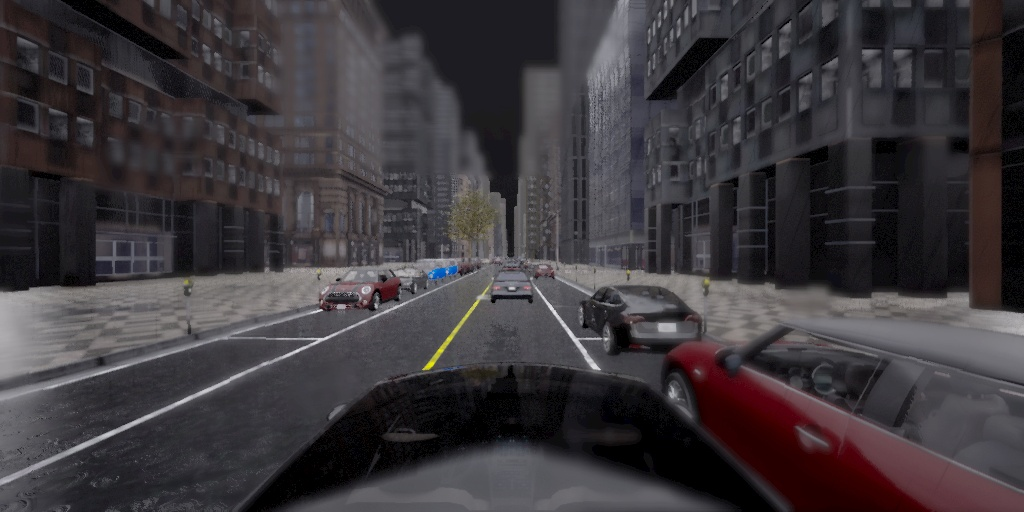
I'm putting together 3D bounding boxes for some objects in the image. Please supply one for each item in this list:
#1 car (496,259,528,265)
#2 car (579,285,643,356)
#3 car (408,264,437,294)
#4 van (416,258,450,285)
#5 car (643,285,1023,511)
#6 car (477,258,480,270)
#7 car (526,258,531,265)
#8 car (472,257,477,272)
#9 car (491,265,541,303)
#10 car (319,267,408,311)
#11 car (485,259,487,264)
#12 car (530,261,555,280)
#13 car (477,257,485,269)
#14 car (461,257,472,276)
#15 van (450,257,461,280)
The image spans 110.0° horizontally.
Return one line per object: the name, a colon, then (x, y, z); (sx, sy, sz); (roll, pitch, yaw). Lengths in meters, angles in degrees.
car: (0.000, 1.245, 31.501); (2.128, 1.511, 4.902); (0, 0, 0)
car: (2.763, 1.313, 8.417); (1.948, 1.339, 4.313); (0, 0, 0)
car: (-5.763, 1.298, 19.766); (2.007, 1.370, 4.403); (0, 0, 0)
van: (-5.762, 1.089, 25.444); (1.690, 1.789, 3.998); (0, 0, 0)
car: (2.762, 1.187, 2.739); (1.967, 1.591, 4.097); (0, 0, 0)
car: (-5.763, 1.317, 48.154); (1.948, 1.339, 4.313); (0, 0, 0)
car: (2.762, 1.301, 42.483); (2.007, 1.370, 4.403); (0, 0, 0)
car: (-5.763, 1.065, 42.476); (2.192, 1.841, 5.009); (0, 0, 0)
car: (0.000, 1.312, 16.501); (2.033, 1.411, 5.357); (0, 0, 0)
car: (-5.763, 1.187, 14.089); (1.967, 1.591, 4.097); (0, 0, 0)
car: (-5.763, 1.305, 59.508); (2.007, 1.370, 4.403); (0, 0, 0)
car: (2.763, 1.331, 31.128); (1.802, 1.307, 4.207); (0, 0, 0)
car: (-5.763, 1.067, 53.831); (2.192, 1.841, 5.009); (0, 0, 0)
car: (-5.763, 1.064, 36.799); (2.192, 1.841, 5.009); (0, 0, 0)
van: (-5.763, 1.090, 31.121); (1.690, 1.789, 3.998); (0, 0, 0)
